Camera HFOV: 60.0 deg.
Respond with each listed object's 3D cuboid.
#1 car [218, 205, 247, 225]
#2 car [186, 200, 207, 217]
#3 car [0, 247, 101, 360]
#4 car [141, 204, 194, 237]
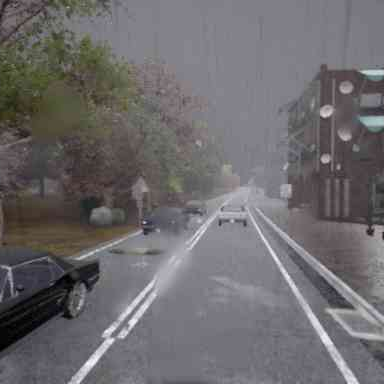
[{"bbox_3d":[2.858,1.543,23.410,1.895,1.301,4.718,0,0,7],"label":"car"},{"bbox_3d":[0.317,1.407,30.330,2.033,1.411,5.357,0,1,8],"label":"car"},{"bbox_3d":[-3.102,1.573,4.701,1.895,1.301,4.718,0,0,8],"label":"car"},{"bbox_3d":[-1.303,1.547,18.036,1.895,1.301,4.718,0,0,7],"label":"car"}]
